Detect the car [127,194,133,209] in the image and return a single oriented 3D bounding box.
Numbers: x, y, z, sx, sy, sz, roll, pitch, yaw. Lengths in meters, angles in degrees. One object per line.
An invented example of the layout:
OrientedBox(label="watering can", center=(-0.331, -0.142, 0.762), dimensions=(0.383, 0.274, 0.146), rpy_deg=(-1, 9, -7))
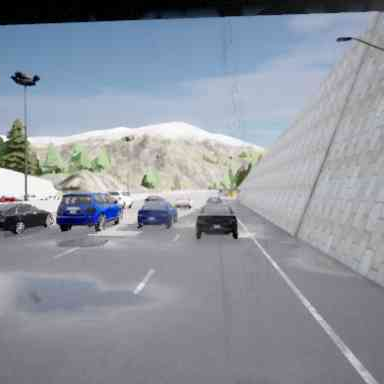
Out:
OrientedBox(label="car", center=(-8.072, 0.882, 36.402), dimensions=(2.150, 2.045, 5.566), rpy_deg=(0, -1, 4))

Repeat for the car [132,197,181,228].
OrientedBox(label="car", center=(-2.036, 1.292, 20.582), dimensions=(1.882, 1.535, 5.008), rpy_deg=(0, 1, 4))

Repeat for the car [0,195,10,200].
OrientedBox(label="car", center=(-28.363, 1.133, 50.310), dimensions=(1.895, 1.301, 4.718), rpy_deg=(0, 0, 4))

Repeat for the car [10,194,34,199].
OrientedBox(label="car", center=(-24.852, 1.060, 50.356), dimensions=(1.812, 1.442, 4.674), rpy_deg=(0, 0, 4))

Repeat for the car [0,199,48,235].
OrientedBox(label="car", center=(-9.228, 1.340, 17.698), dimensions=(1.837, 1.490, 4.892), rpy_deg=(0, 1, 4))

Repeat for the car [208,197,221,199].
OrientedBox(label="car", center=(2.384, 1.234, 35.377), dimensions=(2.033, 1.411, 5.357), rpy_deg=(0, 0, 4))

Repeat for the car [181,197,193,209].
OrientedBox(label="car", center=(-0.929, 1.257, 38.505), dimensions=(1.895, 1.301, 4.718), rpy_deg=(0, 0, 4))

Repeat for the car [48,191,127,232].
OrientedBox(label="car", center=(-5.643, 1.048, 18.947), dimensions=(2.150, 2.045, 5.566), rpy_deg=(0, 1, 4))

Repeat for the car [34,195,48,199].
OrientedBox(label="car", center=(-21.354, 1.139, 50.194), dimensions=(1.895, 1.301, 4.718), rpy_deg=(0, 0, 4))

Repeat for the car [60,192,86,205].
OrientedBox(label="car", center=(-17.842, 0.890, 50.256), dimensions=(2.097, 1.767, 4.553), rpy_deg=(0, 1, 4))

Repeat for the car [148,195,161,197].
OrientedBox(label="car", center=(-4.398, 1.126, 39.116), dimensions=(1.882, 1.535, 5.008), rpy_deg=(0, 0, 4))

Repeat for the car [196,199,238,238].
OrientedBox(label="car", center=(1.235, 1.329, 16.771), dimensions=(1.882, 1.535, 5.008), rpy_deg=(0, 1, 4))
